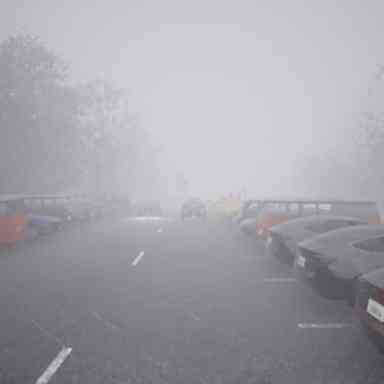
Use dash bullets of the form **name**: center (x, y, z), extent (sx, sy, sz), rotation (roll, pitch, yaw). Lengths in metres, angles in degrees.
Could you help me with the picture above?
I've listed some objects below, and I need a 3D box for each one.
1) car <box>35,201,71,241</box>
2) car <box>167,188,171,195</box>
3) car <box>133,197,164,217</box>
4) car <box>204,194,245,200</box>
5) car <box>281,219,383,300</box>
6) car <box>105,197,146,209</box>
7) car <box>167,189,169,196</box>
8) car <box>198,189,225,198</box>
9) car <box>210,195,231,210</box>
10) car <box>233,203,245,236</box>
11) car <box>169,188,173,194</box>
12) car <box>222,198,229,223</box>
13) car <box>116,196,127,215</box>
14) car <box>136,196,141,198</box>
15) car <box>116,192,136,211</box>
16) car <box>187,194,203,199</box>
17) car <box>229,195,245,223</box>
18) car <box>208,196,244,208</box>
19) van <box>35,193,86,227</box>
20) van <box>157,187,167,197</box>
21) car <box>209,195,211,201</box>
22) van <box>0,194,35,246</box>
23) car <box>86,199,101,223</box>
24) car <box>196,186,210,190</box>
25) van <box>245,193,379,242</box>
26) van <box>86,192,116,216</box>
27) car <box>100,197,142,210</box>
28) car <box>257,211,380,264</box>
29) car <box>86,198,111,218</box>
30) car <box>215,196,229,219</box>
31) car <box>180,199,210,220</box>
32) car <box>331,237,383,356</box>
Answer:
- **car**: center (-8.538, 1.359, 15.211), extent (5.008, 1.535, 2.097), rotation (0, 0, 0)
- **car**: center (-8.939, 0.463, 86.572), extent (5.366, 1.575, 1.946), rotation (0, 1, 0)
- **car**: center (-3.583, 1.396, 29.285), extent (1.994, 1.385, 4.181), rotation (0, 0, 0)
- **car**: center (4.372, 1.316, 37.337), extent (5.366, 1.575, 1.946), rotation (0, 0, 0)
- **car**: center (4.572, 1.455, 6.810), extent (4.792, 1.488, 2.163), rotation (0, 0, 0)
- **car**: center (-8.490, 1.353, 42.902), extent (4.792, 1.488, 2.163), rotation (0, 0, 0)
- **car**: center (-8.786, 0.531, 83.780), extent (4.792, 1.488, 2.163), rotation (0, 1, 0)
- **car**: center (4.341, 0.595, 75.476), extent (4.792, 1.488, 2.163), rotation (0, 0, 0)
- **car**: center (4.740, 1.312, 31.785), extent (5.366, 1.575, 1.946), rotation (0, 0, 0)
- **car**: center (4.518, 1.390, 15.139), extent (4.792, 1.488, 2.163), rotation (0, 0, 0)
- **car**: center (-8.737, 0.302, 94.813), extent (5.008, 1.535, 2.097), rotation (0, 1, 0)
- **car**: center (4.556, 1.326, 20.691), extent (4.892, 1.521, 2.231), rotation (0, 0, 0)
- **car**: center (-8.498, 1.341, 29.053), extent (4.792, 1.488, 2.163), rotation (0, 0, 0)
- **car**: center (-8.337, 1.315, 37.362), extent (5.366, 1.575, 1.946), rotation (0, 0, 0)
- **car**: center (-8.554, 1.062, 31.823), extent (5.566, 2.045, 2.435), rotation (0, 0, 0)
- **car**: center (0.119, 1.348, 41.499), extent (1.837, 1.490, 4.892), rotation (0, 0, 0)
- **car**: center (4.517, 1.216, 17.911), extent (4.553, 1.767, 2.185), rotation (0, 0, 0)
- **car**: center (4.591, 1.356, 45.666), extent (4.792, 1.488, 2.163), rotation (0, 0, 0)
- **van**: center (-8.423, 1.114, 17.995), extent (4.442, 1.987, 1.878), rotation (0, 0, 0)
- **van**: center (-8.641, 0.341, 75.408), extent (4.442, 1.987, 1.878), rotation (1, 1, 0)
- **car**: center (4.550, 1.318, 34.560), extent (4.892, 1.521, 2.231), rotation (0, 0, 0)
- **van**: center (-8.651, 1.155, 12.439), extent (4.442, 1.987, 1.878), rotation (0, 0, 0)
- **car**: center (-8.559, 1.354, 20.749), extent (4.792, 1.488, 2.163), rotation (0, 0, 0)
- **car**: center (4.298, 0.216, 86.614), extent (5.566, 2.045, 2.435), rotation (0, 1, 0)
- **van**: center (4.429, 1.156, 12.360), extent (4.442, 1.987, 1.878), rotation (0, 0, 0)
- **van**: center (-8.644, 1.086, 26.159), extent (4.442, 1.987, 1.878), rotation (0, 0, 0)
- **car**: center (-8.518, 1.361, 40.132), extent (4.674, 1.452, 2.002), rotation (0, 0, 0)
- **car**: center (4.573, 1.434, 9.586), extent (4.792, 1.488, 2.163), rotation (0, 0, 0)
- **car**: center (-8.558, 1.345, 23.388), extent (4.792, 1.488, 2.163), rotation (0, 0, 0)
- **car**: center (4.738, 1.309, 26.111), extent (5.366, 1.575, 1.946), rotation (0, 0, 0)
- **car**: center (0.112, 1.433, 25.689), extent (1.895, 1.301, 4.718), rotation (0, 0, 0)
- **car**: center (4.571, 1.477, 4.034), extent (4.792, 1.488, 2.163), rotation (0, 0, 0)
